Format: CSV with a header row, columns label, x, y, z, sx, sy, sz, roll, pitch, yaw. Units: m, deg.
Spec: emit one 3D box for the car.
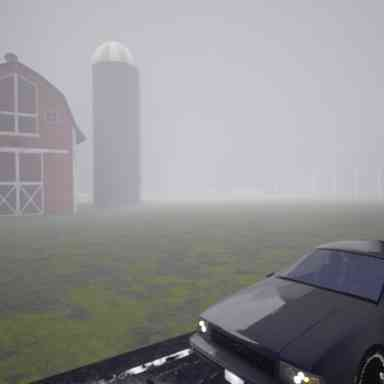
label,x,y,z,sx,sy,sz,roll,pitch,yaw
car,2.592,1.479,4.919,5.357,1.411,2.033,-1,1,-35
